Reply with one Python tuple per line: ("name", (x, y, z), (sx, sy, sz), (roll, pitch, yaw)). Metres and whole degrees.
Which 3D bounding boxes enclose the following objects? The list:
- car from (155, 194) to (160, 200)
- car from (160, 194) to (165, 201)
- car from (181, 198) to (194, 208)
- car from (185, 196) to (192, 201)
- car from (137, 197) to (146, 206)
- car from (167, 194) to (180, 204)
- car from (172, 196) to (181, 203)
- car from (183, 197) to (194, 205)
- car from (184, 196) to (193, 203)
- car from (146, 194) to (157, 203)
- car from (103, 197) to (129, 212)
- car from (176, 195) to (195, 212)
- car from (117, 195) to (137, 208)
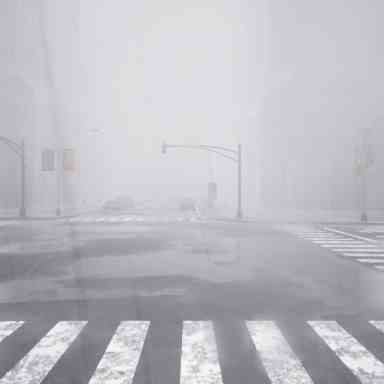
("car", (-9.291, 1.417, 76.885), (2.192, 1.841, 5.009), (0, 0, 0))
("car", (-9.376, 1.696, 93.162), (1.887, 1.381, 4.507), (0, 0, 0))
("car", (-0.621, 1.614, 49.795), (1.802, 1.307, 4.206), (0, 0, 0))
("car", (-0.852, 1.696, 93.195), (1.887, 1.381, 4.507), (0, 0, 0))
("car", (-9.174, 1.570, 55.011), (1.752, 1.417, 4.829), (0, 0, 0))
("car", (-3.366, 1.576, 65.713), (1.837, 1.490, 4.892), (0, 0, 0))
("car", (-3.518, 1.651, 75.798), (1.994, 1.385, 4.181), (0, 0, 0))
("car", (-0.679, 1.603, 60.645), (1.887, 1.381, 4.507), (0, 0, 0))
("car", (-0.737, 1.612, 71.665), (1.752, 1.417, 4.829), (0, 0, 0))
("car", (-9.261, 1.669, 71.459), (1.802, 1.307, 4.206), (0, 0, 0))
("car", (-9.088, 1.574, 38.903), (1.947, 1.339, 4.313), (0, 0, 0))
("car", (-0.564, 1.448, 38.946), (1.967, 1.590, 4.097), (0, 0, 0))
("car", (-9.118, 1.335, 44.329), (2.192, 1.841, 5.009), (0, 0, 0))
